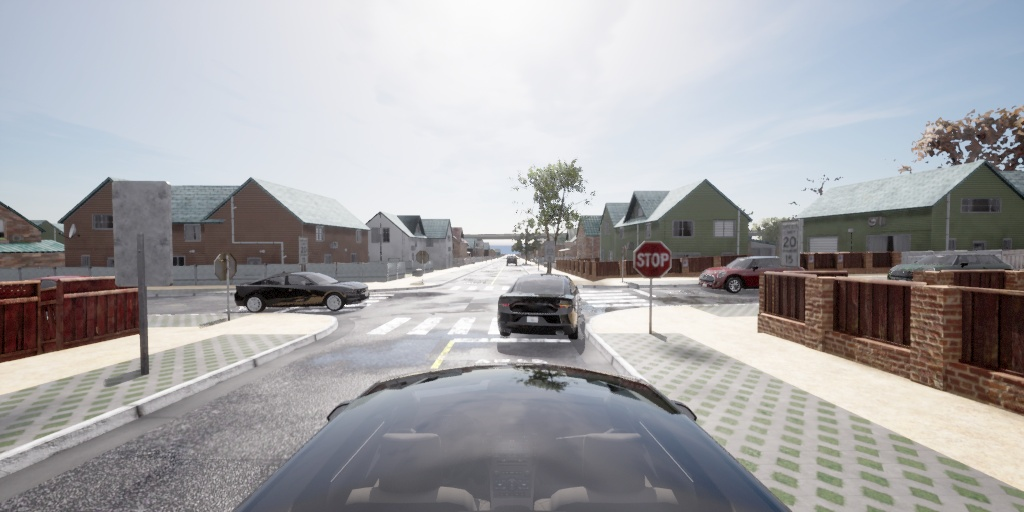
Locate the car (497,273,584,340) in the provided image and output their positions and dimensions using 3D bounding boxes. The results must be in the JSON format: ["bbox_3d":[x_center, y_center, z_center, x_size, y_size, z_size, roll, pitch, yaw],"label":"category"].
[{"bbox_3d":[0.955,1.224,10.169,1.882,1.535,5.008,0,0,12],"label":"car"}]

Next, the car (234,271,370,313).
[{"bbox_3d":[-8.473,1.377,14.692,5.008,1.535,1.882,-1,2,0],"label":"car"}]

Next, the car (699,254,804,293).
[{"bbox_3d":[11.801,0.820,17.782,4.553,1.767,2.097,-1,2,0],"label":"car"}]

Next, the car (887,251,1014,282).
[{"bbox_3d":[21.696,0.645,17.857,4.553,1.767,2.097,-1,2,0],"label":"car"}]

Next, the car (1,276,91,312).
[{"bbox_3d":[-18.025,1.547,14.627,5.008,1.535,1.882,-1,2,0],"label":"car"}]
